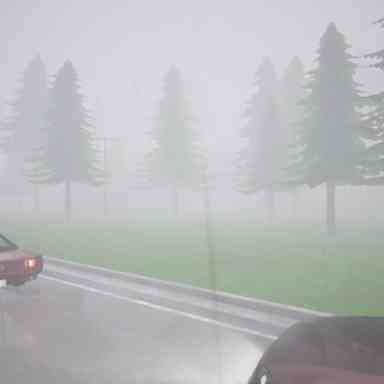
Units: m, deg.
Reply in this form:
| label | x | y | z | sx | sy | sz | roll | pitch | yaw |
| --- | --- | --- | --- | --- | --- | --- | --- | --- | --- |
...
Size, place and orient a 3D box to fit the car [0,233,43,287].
| label | x | y | z | sx | sy | sz | roll | pitch | yaw |
| --- | --- | --- | --- | --- | --- | --- | --- | --- | --- |
| car | -5.751 | 1.596 | 8.085 | 4.718 | 1.301 | 1.895 | 0 | 0 | 35 |

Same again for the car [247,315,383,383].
| label | x | y | z | sx | sy | sz | roll | pitch | yaw |
| --- | --- | --- | --- | --- | --- | --- | --- | --- | --- |
| car | 2.458 | 1.564 | 2.239 | 4.181 | 1.385 | 1.994 | 0 | 0 | 36 |
